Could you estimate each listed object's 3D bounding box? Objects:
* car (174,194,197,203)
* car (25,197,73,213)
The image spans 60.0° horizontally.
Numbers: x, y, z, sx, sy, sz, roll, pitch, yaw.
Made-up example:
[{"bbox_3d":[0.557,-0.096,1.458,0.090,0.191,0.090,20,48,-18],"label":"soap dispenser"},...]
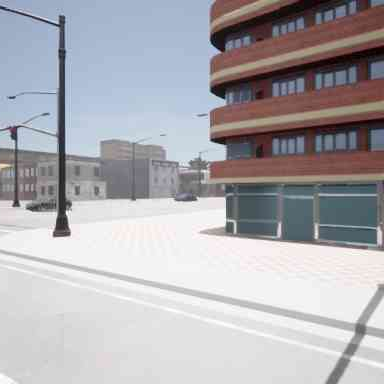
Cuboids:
[{"bbox_3d":[-1.073,0.991,54.468,1.994,1.385,4.181,0,1,37],"label":"car"},{"bbox_3d":[-15.184,1.332,35.504,1.837,1.490,4.892,0,1,37],"label":"car"}]
